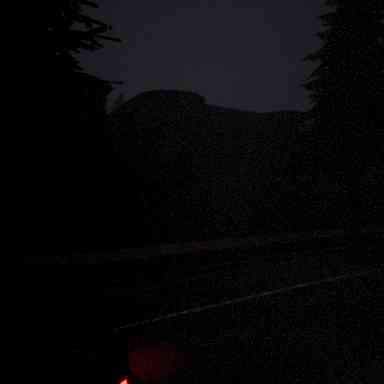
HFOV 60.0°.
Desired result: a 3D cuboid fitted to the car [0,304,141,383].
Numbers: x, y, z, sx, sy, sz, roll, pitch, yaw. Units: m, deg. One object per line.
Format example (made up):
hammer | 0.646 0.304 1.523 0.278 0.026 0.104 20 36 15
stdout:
car | -2.933 1.542 1.824 5.357 1.411 2.033 0 0 -36
